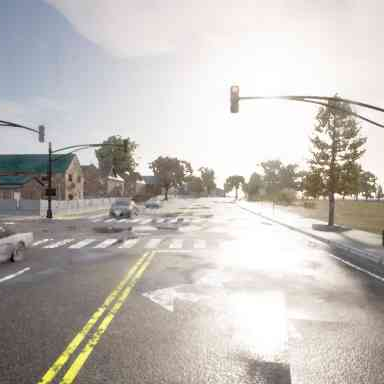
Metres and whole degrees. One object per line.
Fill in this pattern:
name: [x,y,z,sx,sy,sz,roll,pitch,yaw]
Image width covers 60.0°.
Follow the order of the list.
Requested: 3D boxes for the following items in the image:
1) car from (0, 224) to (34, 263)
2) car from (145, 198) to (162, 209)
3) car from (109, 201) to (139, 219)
car: [-6.446,1.608,9.307,1.895,1.301,4.718,0,0,1]
car: [-5.308,1.606,46.299,1.812,1.442,4.674,0,0,3]
car: [-6.006,1.534,29.657,2.128,1.511,4.902,0,0,2]
